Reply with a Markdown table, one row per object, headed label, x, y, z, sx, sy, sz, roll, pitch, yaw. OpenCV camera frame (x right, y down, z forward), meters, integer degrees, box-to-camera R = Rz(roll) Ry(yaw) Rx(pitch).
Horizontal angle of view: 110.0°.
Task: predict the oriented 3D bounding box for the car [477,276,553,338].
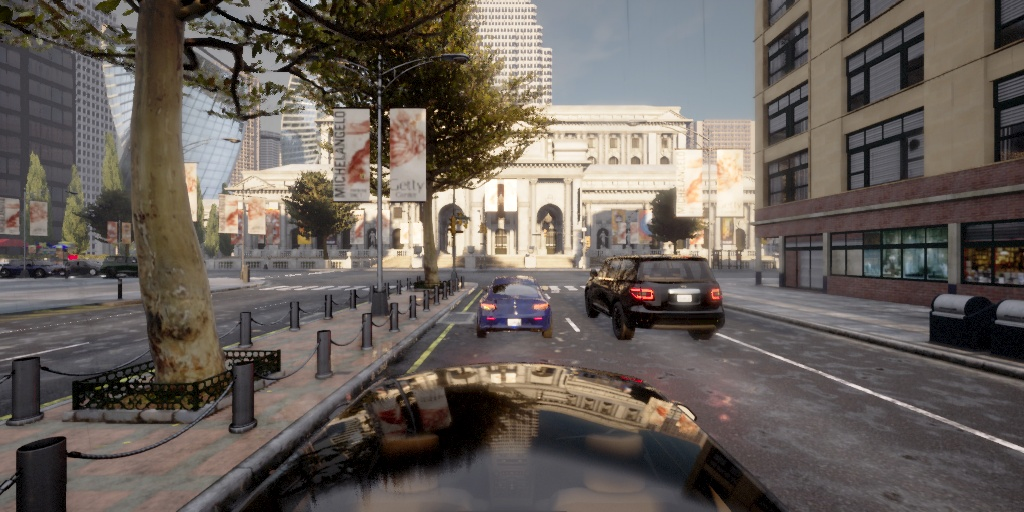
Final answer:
| label | x | y | z | sx | sy | sz | roll | pitch | yaw |
| --- | --- | --- | --- | --- | --- | --- | --- | --- | --- |
| car | 0.072 | 1.276 | 10.110 | 1.812 | 1.442 | 4.674 | 0 | 0 | 0 |

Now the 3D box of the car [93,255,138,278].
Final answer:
| label | x | y | z | sx | sy | sz | roll | pitch | yaw |
| --- | --- | --- | --- | --- | --- | --- | --- | --- | --- |
| car | -35.669 | 0.971 | 34.171 | 5.566 | 2.045 | 2.150 | 0 | 0 | 0 |

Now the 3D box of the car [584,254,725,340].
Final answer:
| label | x | y | z | sx | sy | sz | roll | pitch | yaw |
| --- | --- | --- | --- | --- | --- | --- | --- | --- | --- |
| car | 3.579 | 0.971 | 10.121 | 2.150 | 2.045 | 5.566 | 0 | 0 | 0 |

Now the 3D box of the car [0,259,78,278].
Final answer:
| label | x | y | z | sx | sy | sz | roll | pitch | yaw |
| --- | --- | --- | --- | --- | --- | --- | --- | --- | --- |
| car | -45.080 | 1.102 | 34.091 | 4.553 | 1.767 | 2.097 | 0 | 0 | -2 |

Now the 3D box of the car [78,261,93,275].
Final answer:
| label | x | y | z | sx | sy | sz | roll | pitch | yaw |
| --- | --- | --- | --- | --- | --- | --- | --- | --- | --- |
| car | -44.450 | 1.255 | 37.615 | 4.892 | 1.490 | 1.837 | 0 | 0 | -1 |
